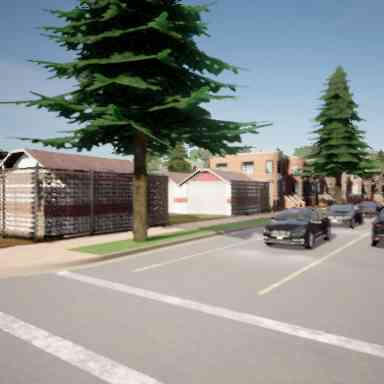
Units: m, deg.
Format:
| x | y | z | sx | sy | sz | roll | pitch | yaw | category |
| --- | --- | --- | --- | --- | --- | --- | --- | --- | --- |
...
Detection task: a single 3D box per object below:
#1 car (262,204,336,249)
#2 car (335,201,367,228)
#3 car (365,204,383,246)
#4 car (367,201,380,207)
| x | y | z | sx | sy | sz | roll | pitch | yaw | category |
| --- | --- | --- | --- | --- | --- | --- | --- | --- | --- |
| 4.664 | 1.468 | 14.495 | 1.837 | 1.490 | 4.892 | 0 | 0 | 35 | car |
| 9.999 | 1.490 | 21.977 | 1.812 | 1.442 | 4.674 | 0 | 0 | 36 | car |
| 9.043 | 1.467 | 14.459 | 1.837 | 1.490 | 4.892 | 0 | 0 | 36 | car |
| 15.846 | 1.512 | 29.705 | 2.033 | 1.411 | 5.357 | 0 | 0 | 38 | car |
